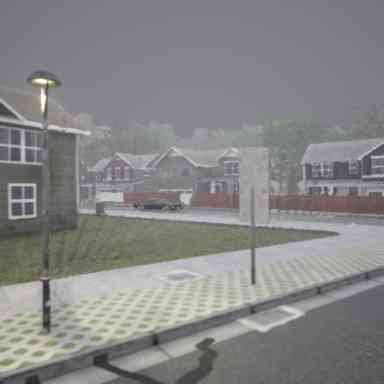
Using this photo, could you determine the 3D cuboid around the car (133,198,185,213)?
[{"bbox_3d":[-2.950,1.168,29.724,4.718,1.301,1.895,1,1,34],"label":"car"}]
